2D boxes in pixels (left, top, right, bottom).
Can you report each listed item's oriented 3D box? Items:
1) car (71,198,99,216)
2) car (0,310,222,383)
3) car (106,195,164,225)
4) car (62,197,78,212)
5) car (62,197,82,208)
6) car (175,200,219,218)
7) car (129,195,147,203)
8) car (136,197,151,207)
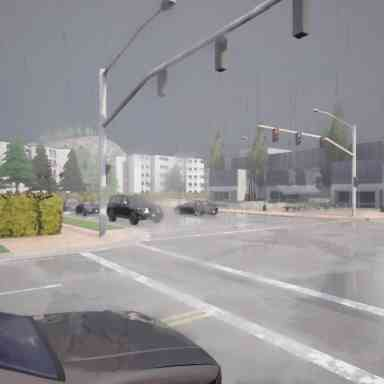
[{"bbox_3d":[-9.879,1.564,32.172,1.994,1.385,4.181,0,0,-34],"label":"car"},{"bbox_3d":[-2.271,1.547,2.146,5.357,1.411,2.033,0,0,-35],"label":"car"},{"bbox_3d":[-4.344,1.221,24.566,2.150,2.045,5.566,0,0,-39],"label":"car"},{"bbox_3d":[-14.349,1.526,39.747,1.812,1.442,4.674,0,0,-24],"label":"car"},{"bbox_3d":[-17.761,1.491,49.362,2.128,1.511,4.902,0,0,-13],"label":"car"},{"bbox_3d":[0.337,1.491,30.200,2.128,1.511,4.902,0,0,-38],"label":"car"},{"bbox_3d":[-11.235,1.477,68.959,1.882,1.535,5.008,0,0,14],"label":"car"},{"bbox_3d":[-7.663,1.564,52.685,1.994,1.385,4.181,0,0,-13],"label":"car"}]
